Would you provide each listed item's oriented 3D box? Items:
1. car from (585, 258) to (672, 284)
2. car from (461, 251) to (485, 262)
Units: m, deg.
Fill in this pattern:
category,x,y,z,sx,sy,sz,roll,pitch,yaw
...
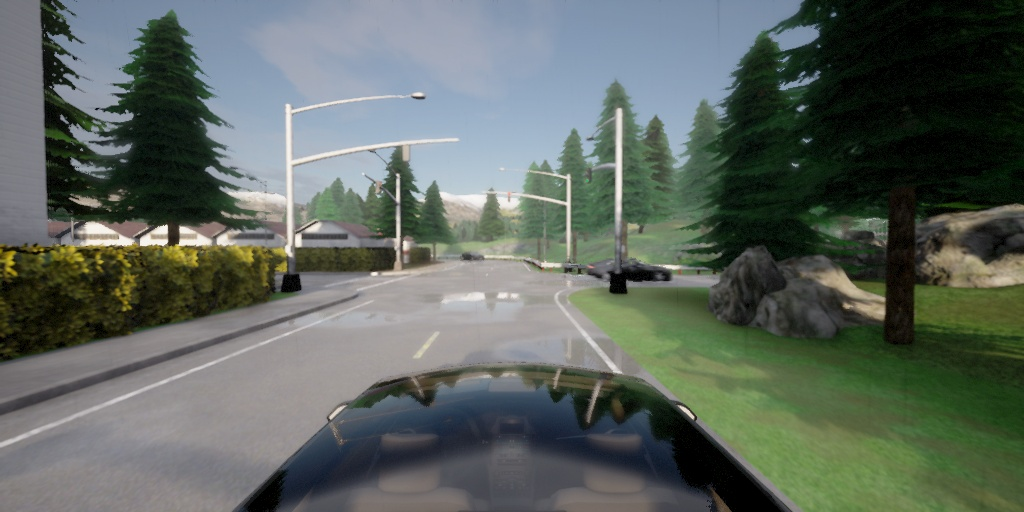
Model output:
category,x,y,z,sx,sy,sz,roll,pitch,yaw
car,6.824,0.860,21.118,4.902,1.511,2.128,1,1,-1
car,-5.709,0.069,52.453,1.882,1.535,5.008,0,1,-33
